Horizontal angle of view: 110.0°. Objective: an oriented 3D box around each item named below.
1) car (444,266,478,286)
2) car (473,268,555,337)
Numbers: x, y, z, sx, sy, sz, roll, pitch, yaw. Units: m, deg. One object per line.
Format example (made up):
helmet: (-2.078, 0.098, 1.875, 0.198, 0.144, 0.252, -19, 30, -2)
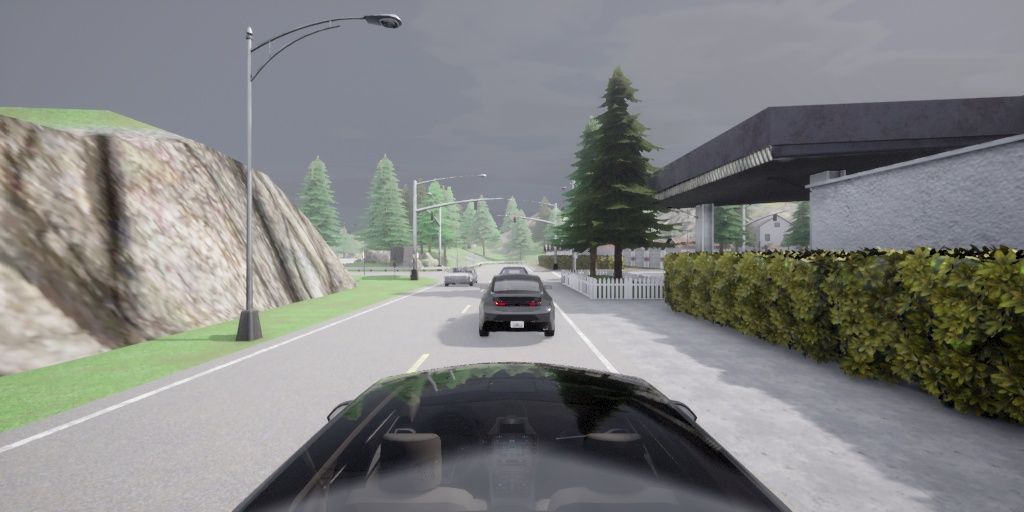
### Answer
car: (-3.449, 1.406, 24.925, 1.895, 1.301, 4.718, 0, 0, 0)
car: (0.119, 1.255, 10.288, 1.837, 1.490, 4.892, 0, 0, 0)
